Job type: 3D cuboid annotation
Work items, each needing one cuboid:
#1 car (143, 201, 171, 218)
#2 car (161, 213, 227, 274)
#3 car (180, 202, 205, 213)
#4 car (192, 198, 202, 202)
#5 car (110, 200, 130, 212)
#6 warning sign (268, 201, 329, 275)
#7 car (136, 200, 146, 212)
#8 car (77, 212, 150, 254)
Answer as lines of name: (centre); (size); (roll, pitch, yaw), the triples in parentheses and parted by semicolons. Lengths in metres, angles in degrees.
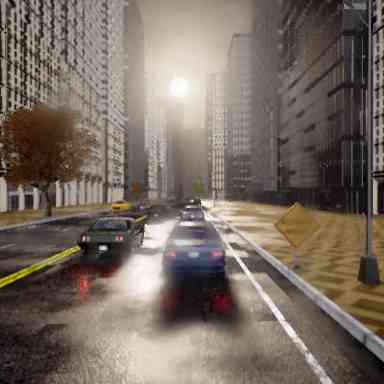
car: (-3.167, 1.808, 31.930); (1.837, 1.490, 4.892); (0, 0, 0)
car: (0.064, 1.651, 10.888); (2.033, 1.411, 5.357); (0, -1, 0)
car: (0.063, 1.793, 25.891); (2.033, 1.411, 5.357); (0, -1, 0)
car: (1.120, 2.215, 75.120); (1.837, 1.490, 4.892); (0, -1, 0)
car: (-9.848, 1.910, 45.820); (1.882, 1.535, 5.008); (0, -1, 0)
warning sign: (2.863, 1.203, 9.101); (1.300, 1.860, 1.060); (1, 0, 0)
car: (-6.597, 1.928, 46.105); (2.128, 1.511, 4.902); (0, -1, 0)
car: (-3.171, 1.735, 14.131); (1.895, 1.301, 4.718); (0, -1, 0)
